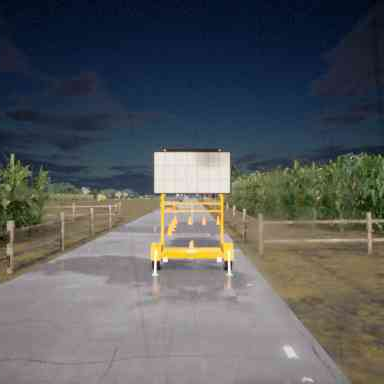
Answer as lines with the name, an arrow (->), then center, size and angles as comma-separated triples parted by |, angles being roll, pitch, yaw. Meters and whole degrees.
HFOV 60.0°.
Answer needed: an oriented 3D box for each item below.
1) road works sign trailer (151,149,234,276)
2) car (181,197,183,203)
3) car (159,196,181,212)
road works sign trailer -> 0.007, 0.465, 10.347 | 2.380, 3.560, 2.880 | 0, 0, 0
car -> -2.713, 1.690, 67.120 | 1.837, 1.490, 4.892 | 0, 0, 0
car -> -2.829, 1.410, 40.427 | 2.097, 1.767, 4.553 | 0, 0, 0
